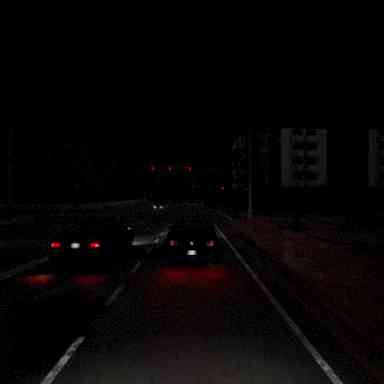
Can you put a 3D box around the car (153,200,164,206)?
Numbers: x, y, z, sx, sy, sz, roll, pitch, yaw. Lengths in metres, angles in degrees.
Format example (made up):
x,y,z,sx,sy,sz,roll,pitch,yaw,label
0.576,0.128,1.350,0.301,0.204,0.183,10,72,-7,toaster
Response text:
x,y,z,sx,sy,sz,roll,pitch,yaw,label
-7.026,2.312,70.667,2.033,1.411,5.357,0,-1,0,car

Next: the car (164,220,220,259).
x,y,z,sx,sy,sz,roll,pitch,yaw,label
0.010,1.747,13.235,1.895,1.301,4.718,0,-1,0,car

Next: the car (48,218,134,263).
x,y,z,sx,sy,sz,roll,pitch,yaw,label
-3.497,1.686,12.495,2.033,1.411,5.357,0,-1,0,car

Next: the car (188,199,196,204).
x,y,z,sx,sy,sz,roll,pitch,yaw,label
-0.030,2.325,81.602,1.895,1.301,4.718,0,-1,0,car

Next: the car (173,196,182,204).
x,y,z,sx,sy,sz,roll,pitch,yaw,label
-3.530,1.956,81.591,2.150,2.045,5.566,0,-1,0,car
